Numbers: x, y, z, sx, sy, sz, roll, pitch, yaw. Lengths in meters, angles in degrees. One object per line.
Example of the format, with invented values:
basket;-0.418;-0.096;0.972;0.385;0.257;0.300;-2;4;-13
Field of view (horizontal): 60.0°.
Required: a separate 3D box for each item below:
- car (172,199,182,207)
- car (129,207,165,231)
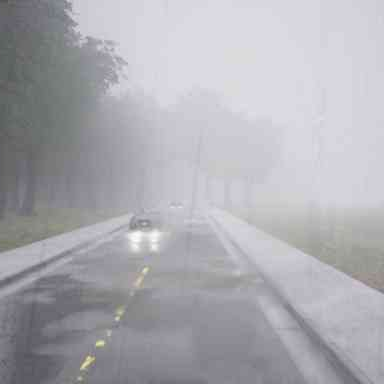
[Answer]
car;-2.786;2.034;62.209;1.895;1.301;4.718;0;0;1
car;-2.851;1.717;21.906;1.994;1.385;4.181;0;0;0
